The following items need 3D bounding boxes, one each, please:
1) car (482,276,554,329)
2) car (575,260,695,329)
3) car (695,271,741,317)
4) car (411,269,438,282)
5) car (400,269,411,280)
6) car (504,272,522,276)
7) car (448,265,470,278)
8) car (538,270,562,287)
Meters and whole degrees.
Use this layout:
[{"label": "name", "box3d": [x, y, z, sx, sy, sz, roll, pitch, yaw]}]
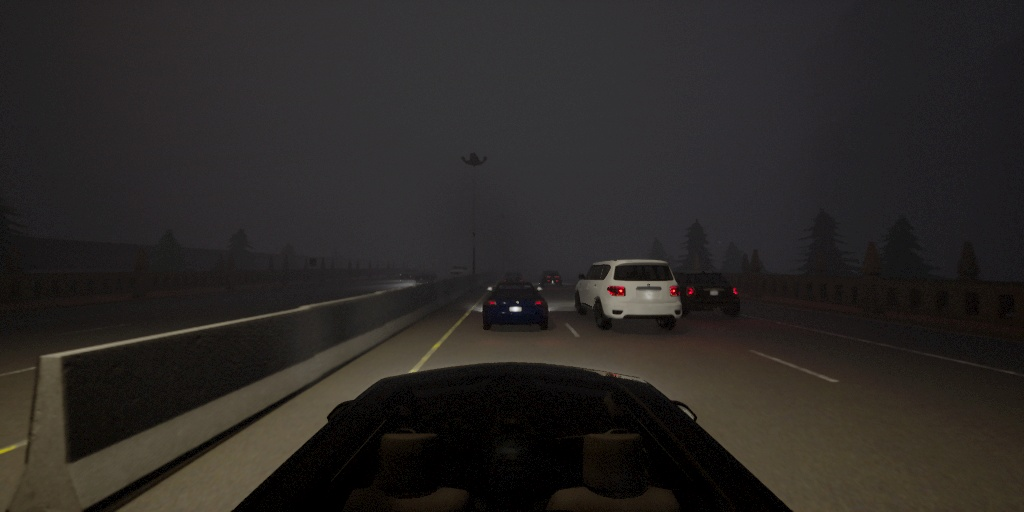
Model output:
[{"label": "car", "box3d": [0.099, 1.512, 12.020, 1.994, 1.385, 4.181, 0, -2, 0]}, {"label": "car", "box3d": [3.599, 1.171, 12.102, 2.150, 2.045, 5.566, 0, -2, 0]}, {"label": "car", "box3d": [7.099, 1.377, 14.710, 2.097, 1.767, 4.553, 0, -2, 0]}, {"label": "car", "box3d": [-10.568, 2.468, 44.165, 1.895, 1.301, 4.718, 0, -2, 1]}, {"label": "car", "box3d": [-13.947, 2.529, 49.527, 1.837, 1.490, 4.892, 0, -2, 2]}, {"label": "car", "box3d": [0.097, 2.002, 29.706, 2.033, 1.411, 5.357, 0, -2, 0]}, {"label": "car", "box3d": [-7.004, 2.201, 47.963, 2.150, 2.045, 5.566, 0, -2, 1]}, {"label": "car", "box3d": [3.597, 2.084, 34.057, 1.837, 1.490, 4.892, 0, -2, 0]}]
